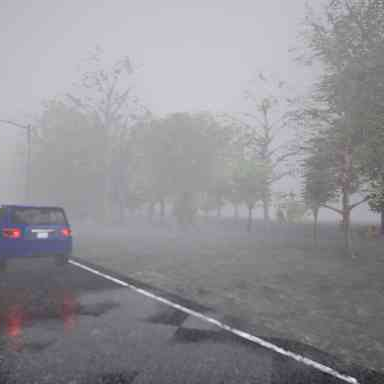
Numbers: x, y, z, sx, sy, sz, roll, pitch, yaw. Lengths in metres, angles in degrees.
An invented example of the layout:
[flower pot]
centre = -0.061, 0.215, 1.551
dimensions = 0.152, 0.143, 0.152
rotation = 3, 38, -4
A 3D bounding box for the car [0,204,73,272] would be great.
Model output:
[car]
centre = -6.092, 1.470, 11.966
dimensions = 2.150, 2.045, 5.566
rotation = 4, -5, -38
